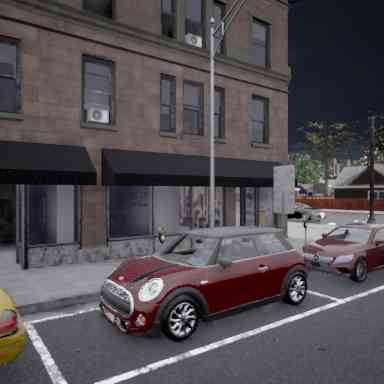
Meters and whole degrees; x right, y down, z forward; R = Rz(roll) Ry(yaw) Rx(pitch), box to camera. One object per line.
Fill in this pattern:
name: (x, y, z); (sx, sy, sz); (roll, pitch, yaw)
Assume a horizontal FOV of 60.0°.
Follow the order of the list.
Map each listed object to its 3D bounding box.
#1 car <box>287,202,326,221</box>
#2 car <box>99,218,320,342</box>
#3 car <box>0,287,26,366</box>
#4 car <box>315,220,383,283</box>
car: (8.409, 1.606, 27.062); (2.128, 1.511, 4.902); (0, 0, -37)
car: (0.336, 1.443, 6.425); (4.097, 1.590, 1.967); (0, 0, -35)
car: (-4.298, 1.524, 3.125); (4.829, 1.417, 1.752); (0, 0, -35)
car: (4.832, 1.588, 9.625); (4.206, 1.307, 1.802); (0, 0, -35)
